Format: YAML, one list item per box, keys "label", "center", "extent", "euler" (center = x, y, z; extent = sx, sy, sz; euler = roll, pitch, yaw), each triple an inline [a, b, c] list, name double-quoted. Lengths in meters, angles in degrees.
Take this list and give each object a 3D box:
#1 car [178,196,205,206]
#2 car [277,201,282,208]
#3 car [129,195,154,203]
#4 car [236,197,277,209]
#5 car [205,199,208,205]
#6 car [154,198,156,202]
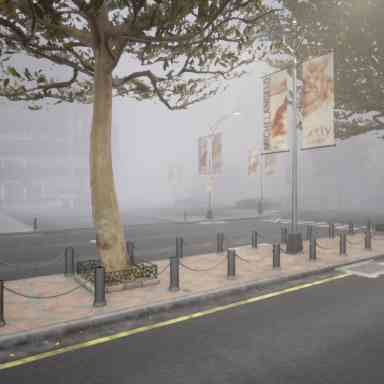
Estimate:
- label: "car"
  center: [-0.428, 1.600, 56.437]
  extent: [1.895, 1.301, 4.718]
  euler: [0, 0, -36]
- label: "car"
  center: [10.478, 1.477, 47.188]
  extent: [1.882, 1.535, 5.008]
  euler: [0, 0, -35]
- label: "car"
  center: [-10.753, 1.354, 68.206]
  extent: [4.553, 1.767, 2.097]
  euler: [0, 0, 38]
- label: "car"
  center: [8.244, 1.547, 44.287]
  extent: [2.033, 1.411, 5.357]
  euler: [0, 0, -35]
- label: "car"
  center: [0.976, 1.525, 60.447]
  extent: [1.812, 1.442, 4.674]
  euler: [0, 0, -36]
- label: "car"
  center: [-9.932, 1.524, 71.965]
  extent: [4.674, 1.442, 1.812]
  euler: [0, 0, 37]
